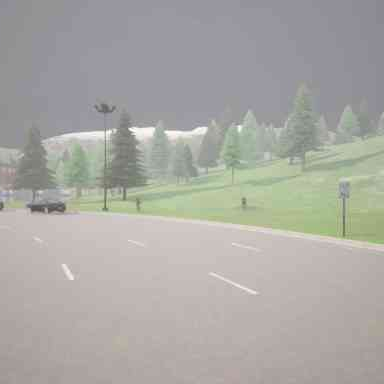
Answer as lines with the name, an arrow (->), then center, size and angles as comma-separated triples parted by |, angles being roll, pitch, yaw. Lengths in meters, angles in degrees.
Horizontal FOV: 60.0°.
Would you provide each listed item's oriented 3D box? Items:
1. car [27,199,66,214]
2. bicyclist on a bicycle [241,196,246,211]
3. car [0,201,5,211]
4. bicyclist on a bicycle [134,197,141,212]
car -> -15.452, 1.478, 35.177 | 5.008, 1.535, 1.882 | 0, 0, 33
bicyclist on a bicycle -> 5.650, 1.312, 36.146 | 0.582, 1.620, 1.656 | 0, -2, -1
car -> -24.367, 1.526, 39.619 | 4.674, 1.442, 1.812 | 0, 0, 23
bicyclist on a bicycle -> -5.652, 1.304, 34.779 | 0.582, 1.620, 1.656 | 0, -2, -31
